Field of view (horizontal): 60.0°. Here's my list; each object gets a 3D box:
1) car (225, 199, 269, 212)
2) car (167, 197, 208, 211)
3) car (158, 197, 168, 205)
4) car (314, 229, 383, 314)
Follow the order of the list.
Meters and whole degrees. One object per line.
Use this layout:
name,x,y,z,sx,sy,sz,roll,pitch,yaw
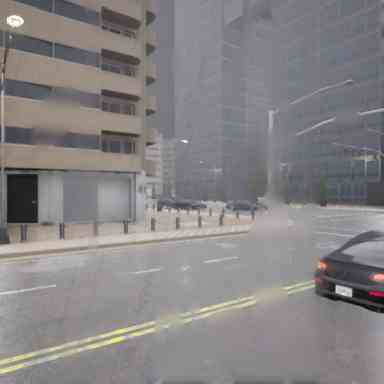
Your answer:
car,6.021,1.491,36.822,2.033,1.411,5.357,0,0,-36
car,-0.375,1.491,39.782,2.033,1.411,5.357,0,0,-35
car,-3.382,1.434,50.158,2.128,1.511,4.902,0,0,-35
car,4.474,1.525,7.004,4.674,1.442,1.812,0,0,-35
